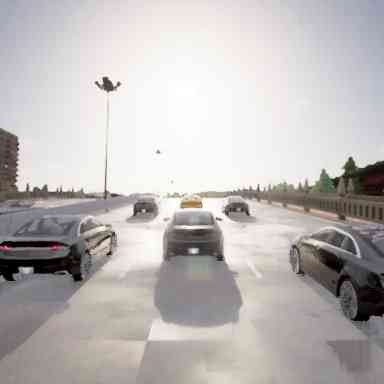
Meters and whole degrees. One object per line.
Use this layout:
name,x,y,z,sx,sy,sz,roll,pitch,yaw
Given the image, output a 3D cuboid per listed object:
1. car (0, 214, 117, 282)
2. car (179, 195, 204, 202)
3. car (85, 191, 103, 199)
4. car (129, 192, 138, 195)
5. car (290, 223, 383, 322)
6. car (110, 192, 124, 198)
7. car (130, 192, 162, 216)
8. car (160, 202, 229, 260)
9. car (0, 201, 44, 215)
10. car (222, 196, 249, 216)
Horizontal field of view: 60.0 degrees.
car,-3.456,1.367,9.347,2.128,1.511,4.902,0,1,0
car,-0.044,1.005,27.910,1.882,1.535,5.008,0,1,0
car,-17.839,0.559,60.759,2.033,1.411,5.357,0,0,0
car,-10.851,0.612,63.611,1.994,1.385,4.181,0,-1,0
car,3.555,1.410,7.037,2.128,1.511,4.902,0,1,0
car,-14.341,0.650,63.504,1.895,1.301,4.718,0,-1,0
car,-3.540,1.056,26.766,1.837,1.490,4.892,0,1,0
car,0.039,1.336,11.671,1.837,1.490,4.892,0,1,0
car,-10.702,1.234,20.445,1.994,1.385,4.181,0,1,0
car,3.461,1.070,26.931,1.812,1.442,4.674,0,1,0
